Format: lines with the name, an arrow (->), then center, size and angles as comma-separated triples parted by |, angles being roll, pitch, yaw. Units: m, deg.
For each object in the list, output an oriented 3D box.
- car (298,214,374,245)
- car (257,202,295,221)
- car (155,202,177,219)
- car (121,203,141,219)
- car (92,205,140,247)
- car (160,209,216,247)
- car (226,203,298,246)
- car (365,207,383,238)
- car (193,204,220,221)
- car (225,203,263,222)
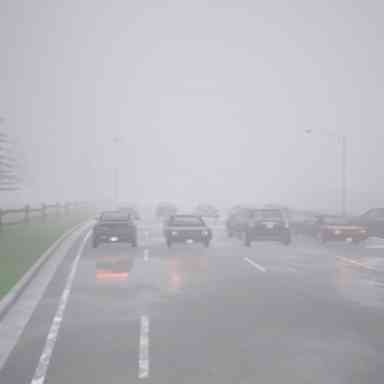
car -> 6.575, 1.789, 16.684 | 1.895, 1.301, 4.718 | 1, 0, -7
car -> 8.028, 1.830, 32.258 | 1.837, 1.490, 4.892 | 1, 0, -7
car -> -2.475, 1.708, 31.624 | 1.882, 1.535, 5.008 | 1, 0, -7
car -> -5.898, 1.721, 30.804 | 1.812, 1.442, 4.674 | 1, 0, -7
car -> -3.520, 1.602, 15.583 | 1.837, 1.490, 4.892 | 1, 0, -10
car -> -0.362, 1.724, 15.749 | 1.895, 1.301, 4.718 | 1, 0, -7
car -> 3.088, 1.508, 16.391 | 2.097, 1.767, 4.553 | 1, -1, -7
car -> 10.026, 1.573, 17.317 | 2.097, 1.767, 4.553 | 1, -1, -7
car -> 1.211, 1.799, 30.359 | 2.033, 1.411, 5.357 | 1, 0, -7
car -> 4.676, 1.832, 30.836 | 2.033, 1.411, 5.357 | 1, 0, -7
